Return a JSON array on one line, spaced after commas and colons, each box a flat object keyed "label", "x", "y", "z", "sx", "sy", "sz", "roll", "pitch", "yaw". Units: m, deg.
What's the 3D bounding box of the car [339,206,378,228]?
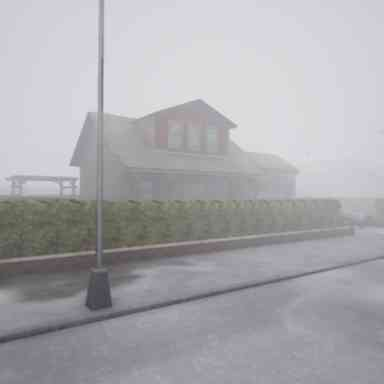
[{"label": "car", "x": 9.184, "y": 1.544, "z": 21.944, "sx": 2.033, "sy": 1.415, "sz": 5.357, "roll": 1, "pitch": 0, "yaw": -33}]
